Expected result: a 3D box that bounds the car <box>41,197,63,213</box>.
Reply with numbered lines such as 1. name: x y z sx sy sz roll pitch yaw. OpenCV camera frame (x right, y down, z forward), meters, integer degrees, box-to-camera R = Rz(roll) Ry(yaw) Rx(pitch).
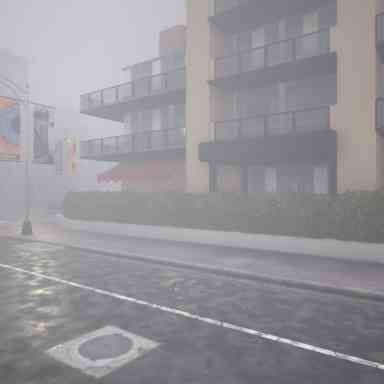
1. car: -13.911 1.491 37.523 2.128 1.511 4.902 0 0 36
